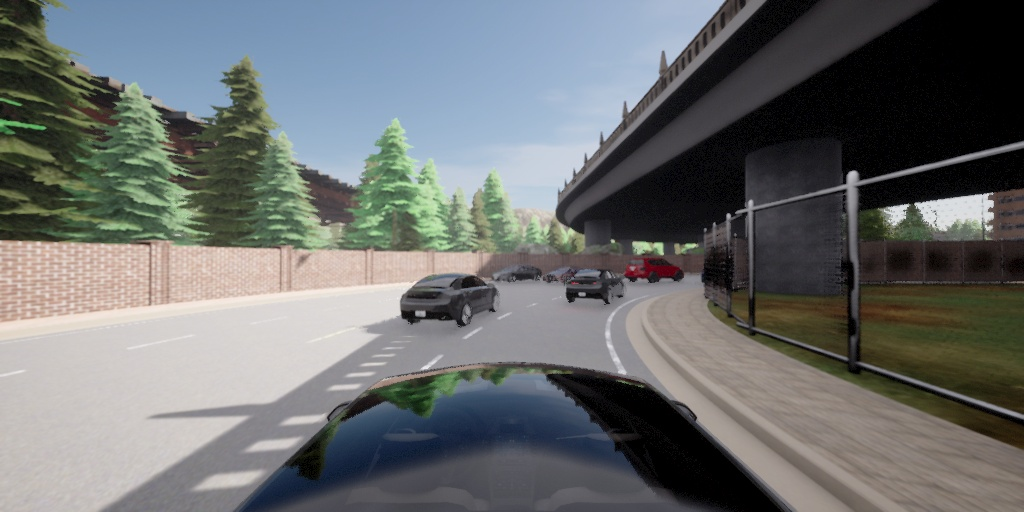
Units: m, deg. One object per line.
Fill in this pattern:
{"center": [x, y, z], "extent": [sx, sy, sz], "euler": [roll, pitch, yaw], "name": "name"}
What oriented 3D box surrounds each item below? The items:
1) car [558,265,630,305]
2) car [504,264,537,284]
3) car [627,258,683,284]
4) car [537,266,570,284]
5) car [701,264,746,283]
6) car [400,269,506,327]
{"center": [4.069, 1.365, 17.065], "extent": [1.837, 1.490, 4.892], "euler": [-1, -1, 28], "name": "car"}
{"center": [0.430, 1.441, 29.578], "extent": [2.128, 1.511, 4.902], "euler": [-1, -1, 45], "name": "car"}
{"center": [11.835, 1.176, 29.862], "extent": [5.566, 2.045, 2.150], "euler": [0, -1, -33], "name": "car"}
{"center": [4.396, 1.508, 28.594], "extent": [4.181, 1.385, 1.994], "euler": [0, -1, -42], "name": "car"}
{"center": [17.425, 1.300, 28.752], "extent": [4.553, 1.767, 2.097], "euler": [0, 0, -26], "name": "car"}
{"center": [-1.850, 1.328, 12.045], "extent": [1.837, 1.490, 4.892], "euler": [-1, -1, 15], "name": "car"}
